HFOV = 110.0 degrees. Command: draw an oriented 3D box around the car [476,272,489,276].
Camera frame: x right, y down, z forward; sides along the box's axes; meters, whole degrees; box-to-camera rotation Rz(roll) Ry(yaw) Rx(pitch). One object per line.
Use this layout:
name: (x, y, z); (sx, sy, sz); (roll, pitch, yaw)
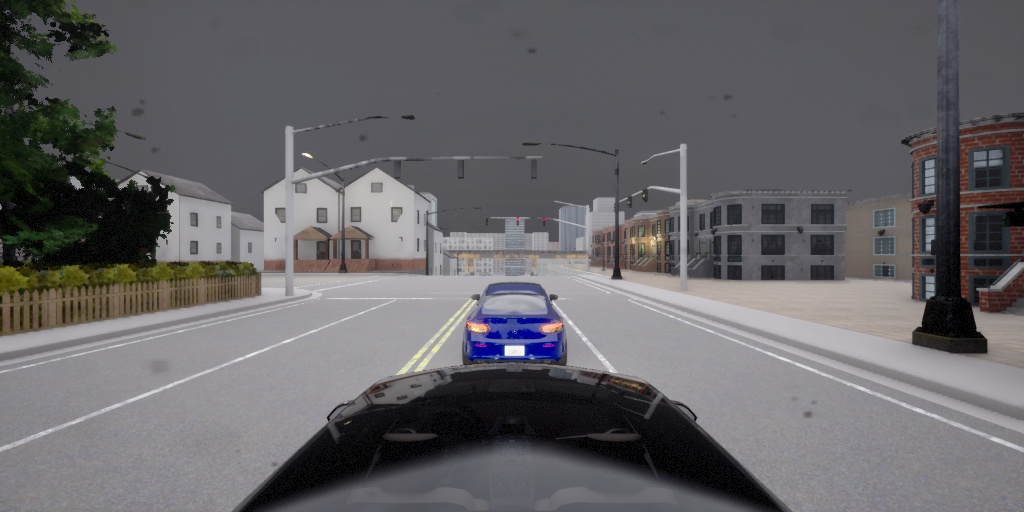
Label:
car: (-3.604, 2.929, 47.213); (2.097, 1.767, 4.553); (-1, -13, 0)

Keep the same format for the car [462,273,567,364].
car: (0.059, 1.276, 7.753); (1.812, 1.442, 4.674); (0, 0, 0)

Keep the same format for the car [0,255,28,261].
car: (-44.713, 0.971, 30.667); (5.566, 2.045, 2.150); (0, 0, 0)
